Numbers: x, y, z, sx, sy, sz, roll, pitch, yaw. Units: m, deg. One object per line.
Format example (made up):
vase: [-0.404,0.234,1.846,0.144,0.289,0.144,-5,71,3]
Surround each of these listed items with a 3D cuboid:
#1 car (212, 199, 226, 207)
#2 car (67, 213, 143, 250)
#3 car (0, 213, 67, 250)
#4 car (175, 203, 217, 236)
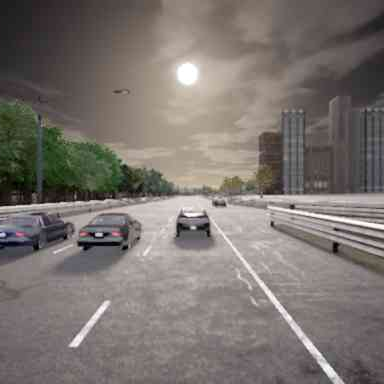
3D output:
car: [4.836,1.931,60.779,2.163,1.488,4.792,0,-1,-6]
car: [-3.421,1.635,14.720,2.033,1.411,5.357,0,0,0]
car: [-6.921,1.635,14.676,2.033,1.411,5.357,0,0,0]
car: [0.071,1.603,19.211,2.128,1.511,4.902,0,0,0]
